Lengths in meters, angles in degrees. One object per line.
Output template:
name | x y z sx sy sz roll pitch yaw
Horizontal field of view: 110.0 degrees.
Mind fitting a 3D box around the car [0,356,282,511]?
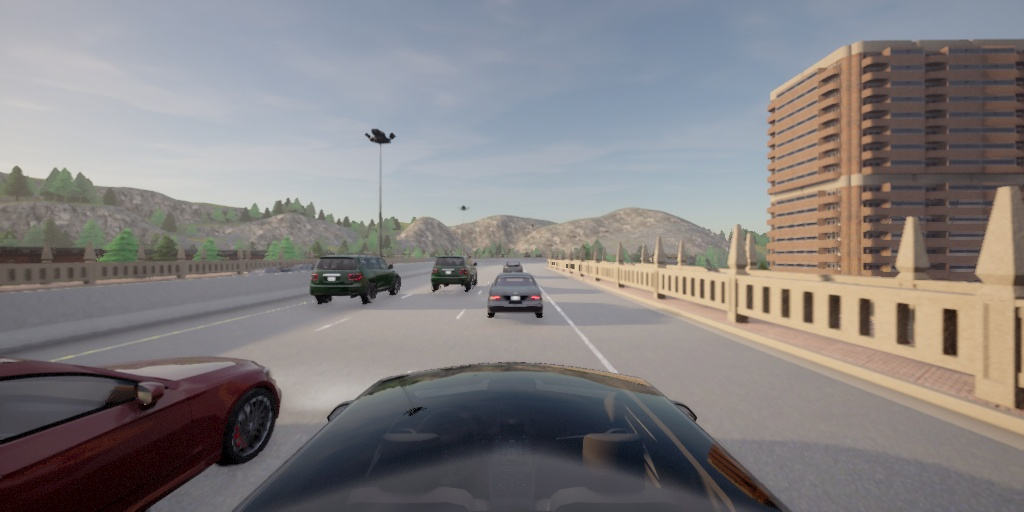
car | -3.412 1.276 1.950 1.812 1.442 4.674 0 0 0

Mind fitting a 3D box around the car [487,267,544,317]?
car | 0.103 1.298 13.141 2.033 1.411 5.357 0 0 0

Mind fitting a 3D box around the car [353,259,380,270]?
car | -21.004 1.228 51.872 1.882 1.535 5.008 0 0 0

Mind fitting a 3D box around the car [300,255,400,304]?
car | -6.898 0.972 16.404 2.150 2.045 5.566 0 0 0

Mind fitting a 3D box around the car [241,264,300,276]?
car | -14.089 1.314 20.795 1.994 1.385 4.181 0 0 0

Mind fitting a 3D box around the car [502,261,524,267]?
car | 0.104 1.243 34.659 2.128 1.511 4.902 0 0 0

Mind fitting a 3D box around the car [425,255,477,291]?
car | -3.397 0.972 21.854 2.150 2.045 5.566 0 0 0

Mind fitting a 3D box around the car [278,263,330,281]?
car | -17.576 1.314 30.515 1.994 1.385 4.181 0 0 0
